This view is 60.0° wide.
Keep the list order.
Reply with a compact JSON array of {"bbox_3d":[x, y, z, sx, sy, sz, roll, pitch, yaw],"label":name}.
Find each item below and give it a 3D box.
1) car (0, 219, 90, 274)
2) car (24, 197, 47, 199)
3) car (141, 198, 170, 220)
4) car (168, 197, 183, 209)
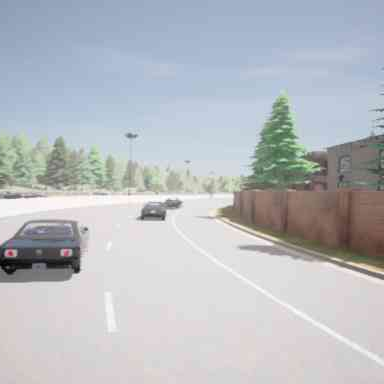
[{"bbox_3d":[-4.127,1.449,10.014,1.895,1.301,4.718,2,0,-14],"label":"car"},{"bbox_3d":[-20.245,0.821,42.415,1.994,1.385,4.181,2,0,6],"label":"car"},{"bbox_3d":[-3.052,1.458,27.225,1.994,1.385,4.181,2,0,-3],"label":"car"},{"bbox_3d":[-2.355,1.416,43.574,2.128,1.511,4.902,2,0,7],"label":"car"}]
